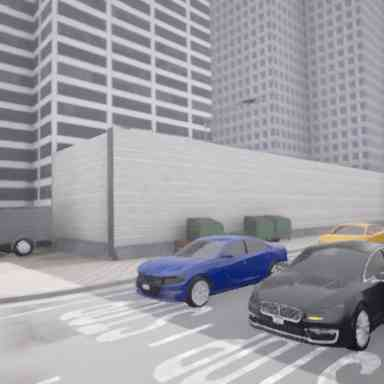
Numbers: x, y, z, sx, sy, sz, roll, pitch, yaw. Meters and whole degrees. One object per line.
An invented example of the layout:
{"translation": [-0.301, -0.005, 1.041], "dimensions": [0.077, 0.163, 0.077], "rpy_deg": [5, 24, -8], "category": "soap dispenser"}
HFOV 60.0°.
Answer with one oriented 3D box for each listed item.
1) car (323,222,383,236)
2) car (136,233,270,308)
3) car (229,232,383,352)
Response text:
{"translation": [7.778, 2.210, 15.782], "dimensions": [5.008, 1.535, 1.882], "rpy_deg": [2, -4, -42], "category": "car"}
{"translation": [0.774, 1.987, 9.420], "dimensions": [5.008, 1.535, 1.882], "rpy_deg": [2, -4, -42], "category": "car"}
{"translation": [3.139, 1.820, 6.847], "dimensions": [4.892, 1.490, 1.837], "rpy_deg": [2, -4, -42], "category": "car"}
